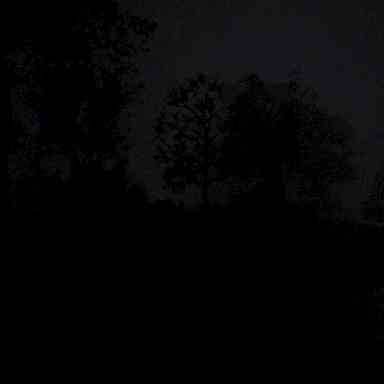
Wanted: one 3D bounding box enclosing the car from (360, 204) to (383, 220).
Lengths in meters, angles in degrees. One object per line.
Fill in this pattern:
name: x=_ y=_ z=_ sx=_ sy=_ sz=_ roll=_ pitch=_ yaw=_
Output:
car: x=15.168 y=1.582 z=25.887 sx=1.895 sy=1.301 sz=4.718 roll=0 pitch=0 yaw=-1
